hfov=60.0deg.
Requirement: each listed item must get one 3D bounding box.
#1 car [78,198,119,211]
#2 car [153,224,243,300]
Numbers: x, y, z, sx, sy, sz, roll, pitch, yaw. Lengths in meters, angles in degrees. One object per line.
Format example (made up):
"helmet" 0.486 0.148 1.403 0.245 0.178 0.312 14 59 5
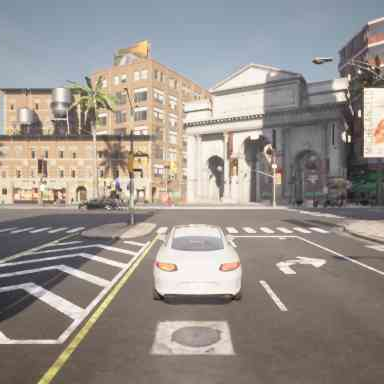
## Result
"car" -11.456 1.505 40.678 4.892 1.490 1.837 0 0 1
"car" 0.111 1.526 8.256 1.812 1.442 4.674 0 0 0
